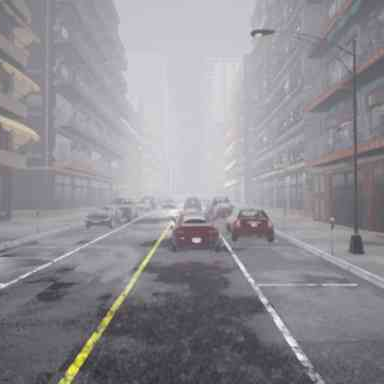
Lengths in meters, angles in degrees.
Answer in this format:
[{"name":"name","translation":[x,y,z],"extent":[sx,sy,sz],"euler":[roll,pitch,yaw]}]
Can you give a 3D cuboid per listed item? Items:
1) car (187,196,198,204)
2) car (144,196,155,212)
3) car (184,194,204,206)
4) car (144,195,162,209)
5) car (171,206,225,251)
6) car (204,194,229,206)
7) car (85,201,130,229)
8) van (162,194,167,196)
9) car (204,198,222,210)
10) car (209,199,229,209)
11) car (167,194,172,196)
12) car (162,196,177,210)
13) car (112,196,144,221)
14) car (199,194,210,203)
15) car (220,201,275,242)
[{"name":"car","translation":[0.103,1.506,62.622],"extent":[1.882,1.535,5.008],"euler":[0,0,0]},{"name":"car","translation":[-5.674,1.546,38.327],"extent":[1.752,1.417,4.829],"euler":[1,0,0]},{"name":"car","translation":[0.102,1.372,41.778],"extent":[2.097,1.767,4.553],"euler":[0,0,0]},{"name":"car","translation":[-5.670,1.338,44.038],"extent":[2.192,1.841,5.009],"euler":[1,0,0]},{"name":"car","translation":[0.114,1.535,14.062],"extent":[1.812,1.442,4.674],"euler":[0,0,-1]},{"name":"car","translation":[2.710,1.333,33.009],"extent":[2.192,1.841,5.009],"euler":[1,0,0]},{"name":"car","translation":[-5.676,1.565,21.876],"extent":[2.008,1.369,4.403],"euler":[1,0,0]},{"name":"van","translation":[-5.670,1.368,55.119],"extent":[1.690,1.788,3.998],"euler":[1,0,0]},{"name":"car","translation":[2.706,1.573,44.089],"extent":[2.008,1.369,4.403],"euler":[1,0,0]},{"name":"car","translation":[2.706,1.561,27.469],"extent":[1.887,1.381,4.507],"euler":[1,0,0]},{"name":"car","translation":[-5.668,1.347,77.280],"extent":[2.192,1.841,5.009],"euler":[1,0,0]},{"name":"car","translation":[-2.998,1.623,44.498],"extent":[2.033,1.411,5.357],"euler":[0,0,0]},{"name":"car","translation":[-5.671,1.332,27.416],"extent":[2.192,1.841,5.009],"euler":[1,0,0]},{"name":"car","translation":[2.713,1.346,71.792],"extent":[2.192,1.841,5.009],"euler":[1,0,0]},{"name":"car","translation":[2.706,1.451,16.387],"extent":[1.967,1.590,4.097],"euler":[1,0,0]}]
